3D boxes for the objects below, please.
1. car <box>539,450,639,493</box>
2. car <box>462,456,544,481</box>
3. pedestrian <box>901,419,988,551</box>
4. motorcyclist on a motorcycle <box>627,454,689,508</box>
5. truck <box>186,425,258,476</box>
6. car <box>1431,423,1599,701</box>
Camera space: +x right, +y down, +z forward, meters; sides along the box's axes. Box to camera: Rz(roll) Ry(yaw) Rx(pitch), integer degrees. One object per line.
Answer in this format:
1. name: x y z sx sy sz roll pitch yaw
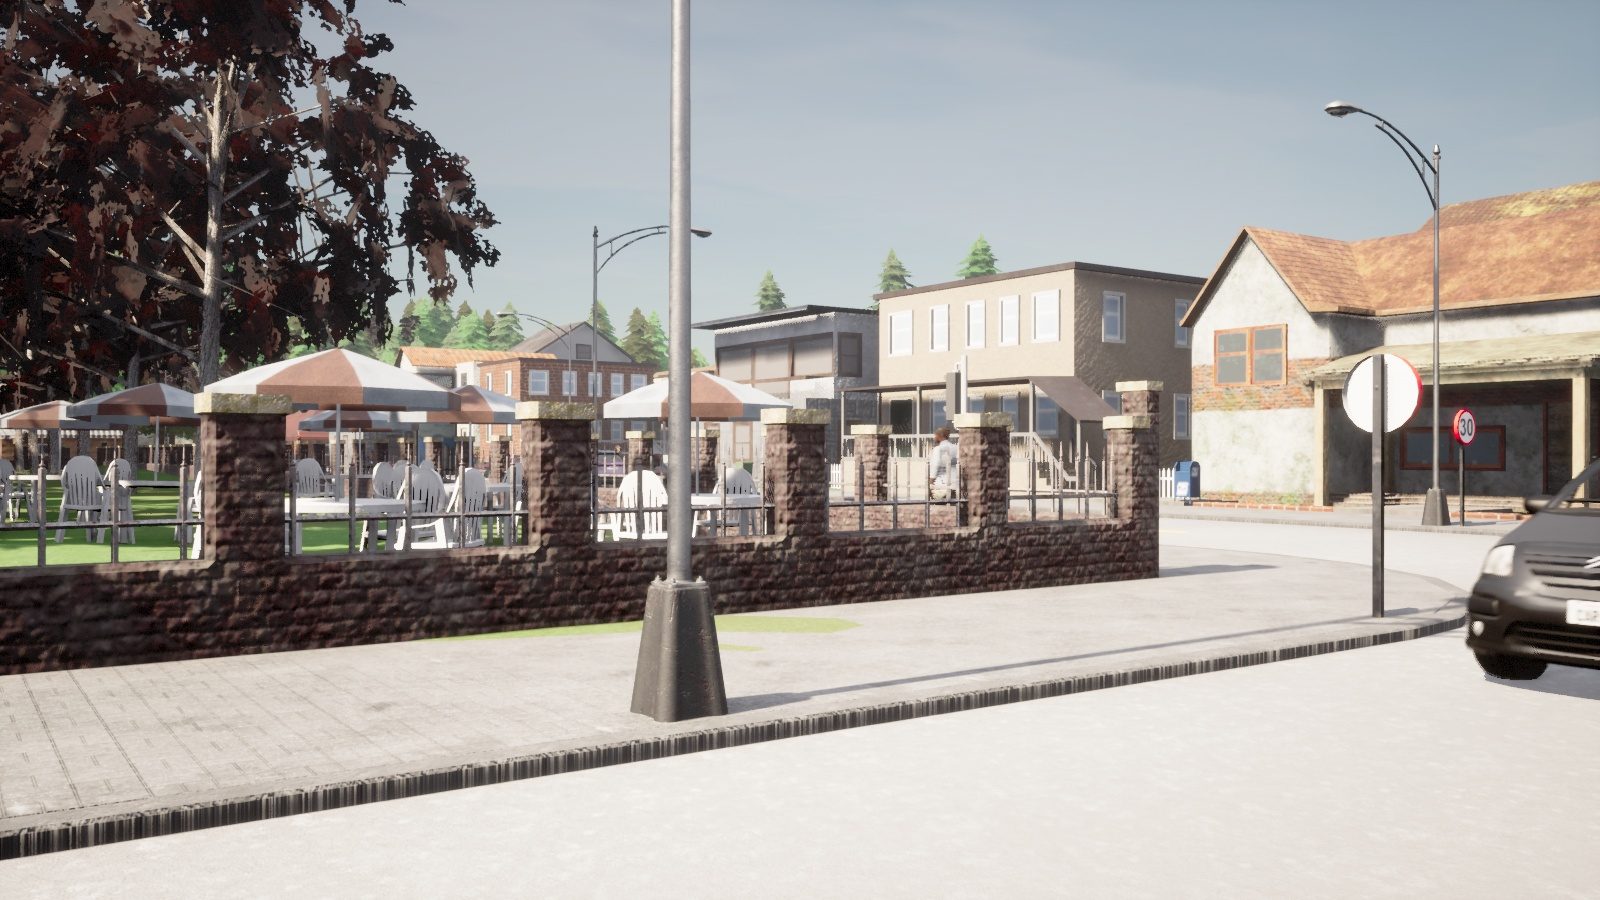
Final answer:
1. car: -8.432 0.814 49.772 2.033 1.649 4.856 0 0 -35
2. car: -17.119 1.022 72.394 4.181 1.385 1.994 0 0 -36
3. pedestrian: 2.093 0.495 18.229 0.874 1.855 0.900 0 0 -33
4. motorcyclist on a motorcycle: -4.178 0.878 36.719 0.866 1.530 2.191 0 0 -35
5. truck: -41.321 0.070 89.628 2.891 3.462 7.936 0 0 -38
6. car: 6.174 0.651 8.577 3.988 1.617 1.851 0 0 -39
